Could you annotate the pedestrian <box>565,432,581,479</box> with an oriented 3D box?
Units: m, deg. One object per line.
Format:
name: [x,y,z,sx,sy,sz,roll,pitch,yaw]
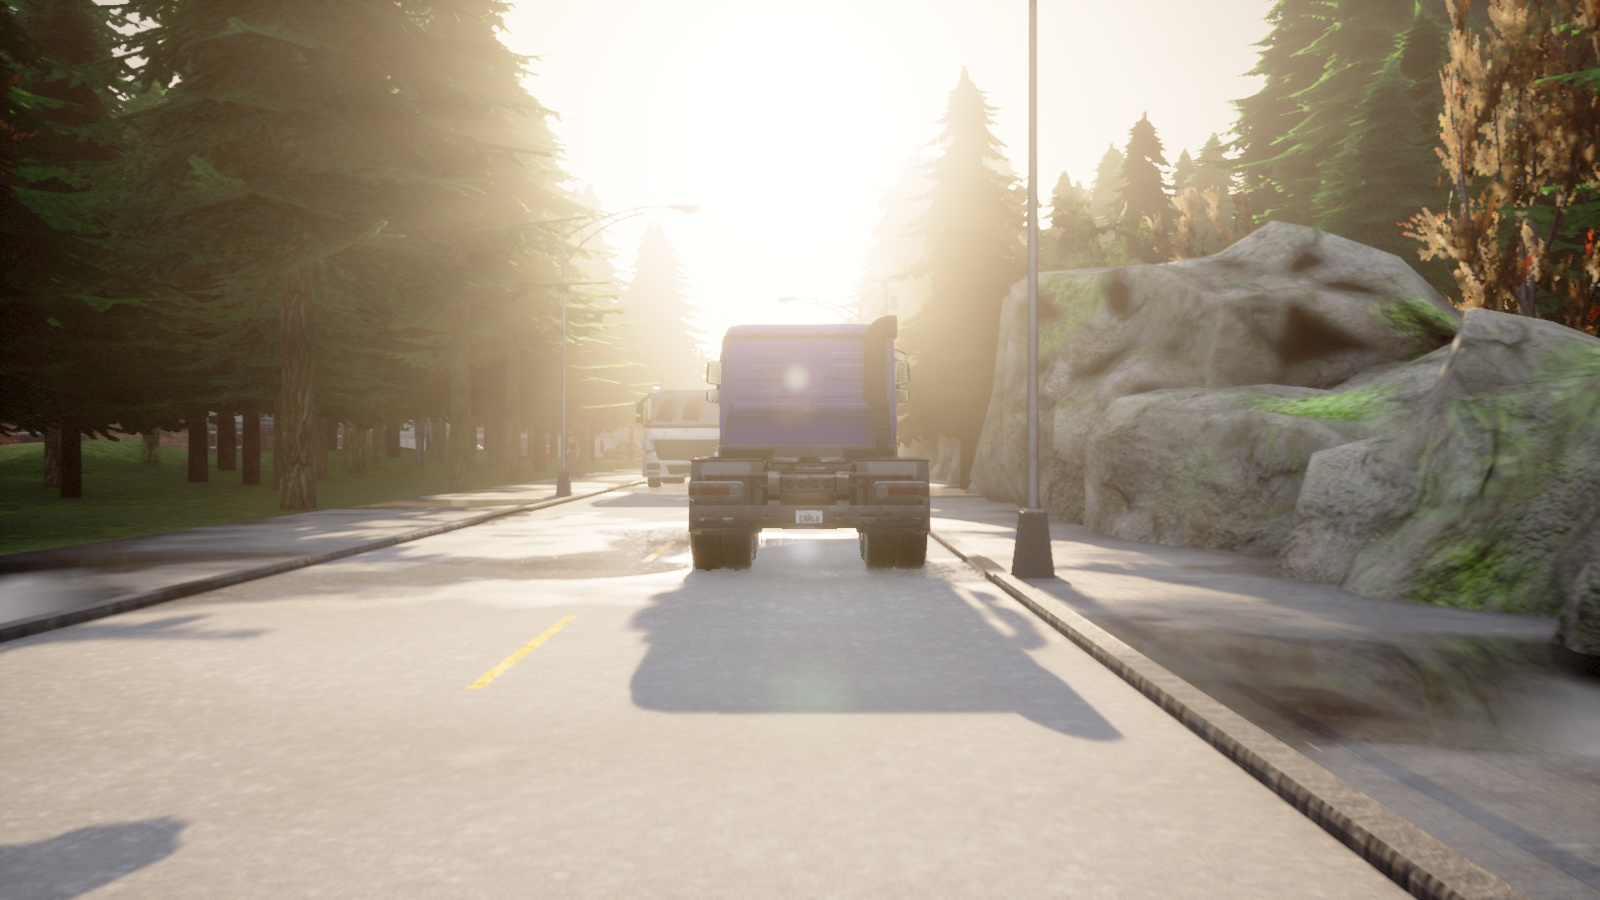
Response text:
pedestrian: [-8.938,0.205,49.377,0.345,1.836,0.594,0,0,24]

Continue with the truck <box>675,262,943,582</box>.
truck: [0.117,-0.322,17.559,2.891,3.462,7.936,0,0,0]

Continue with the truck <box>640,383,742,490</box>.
truck: [-3.727,-0.459,44.698,2.891,3.462,7.936,0,0,0]
